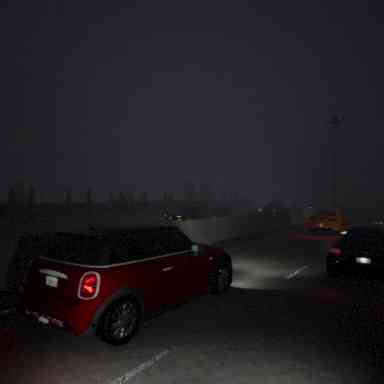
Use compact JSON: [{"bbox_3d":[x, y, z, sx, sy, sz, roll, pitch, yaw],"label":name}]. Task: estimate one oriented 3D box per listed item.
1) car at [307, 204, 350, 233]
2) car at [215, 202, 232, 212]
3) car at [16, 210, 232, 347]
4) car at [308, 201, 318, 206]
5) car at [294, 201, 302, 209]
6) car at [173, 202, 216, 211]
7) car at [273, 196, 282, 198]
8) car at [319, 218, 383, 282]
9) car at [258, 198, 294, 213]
[{"bbox_3d":[8.907,1.794,21.417,1.882,1.535,5.008,0,0,34],"label":"car"},{"bbox_3d":[2.844,1.906,37.858,1.882,1.535,5.008,0,-1,34],"label":"car"},{"bbox_3d":[-0.951,1.416,6.836,2.097,1.767,4.553,0,-1,34],"label":"car"},{"bbox_3d":[25.540,2.534,70.189,1.994,1.385,4.181,0,-1,15],"label":"car"},{"bbox_3d":[19.590,2.331,62.150,1.882,1.535,5.008,1,-1,20],"label":"car"},{"bbox_3d":[-0.251,1.788,26.983,1.837,1.490,4.892,0,-1,34],"label":"car"},{"bbox_3d":[19.552,1.837,75.798,2.150,2.045,5.566,0,-1,10],"label":"car"},{"bbox_3d":[5.457,1.727,10.066,1.994,1.385,4.181,0,-1,34],"label":"car"},{"bbox_3d":[8.318,1.790,33.478,2.097,1.767,4.553,0,-1,34],"label":"car"}]
